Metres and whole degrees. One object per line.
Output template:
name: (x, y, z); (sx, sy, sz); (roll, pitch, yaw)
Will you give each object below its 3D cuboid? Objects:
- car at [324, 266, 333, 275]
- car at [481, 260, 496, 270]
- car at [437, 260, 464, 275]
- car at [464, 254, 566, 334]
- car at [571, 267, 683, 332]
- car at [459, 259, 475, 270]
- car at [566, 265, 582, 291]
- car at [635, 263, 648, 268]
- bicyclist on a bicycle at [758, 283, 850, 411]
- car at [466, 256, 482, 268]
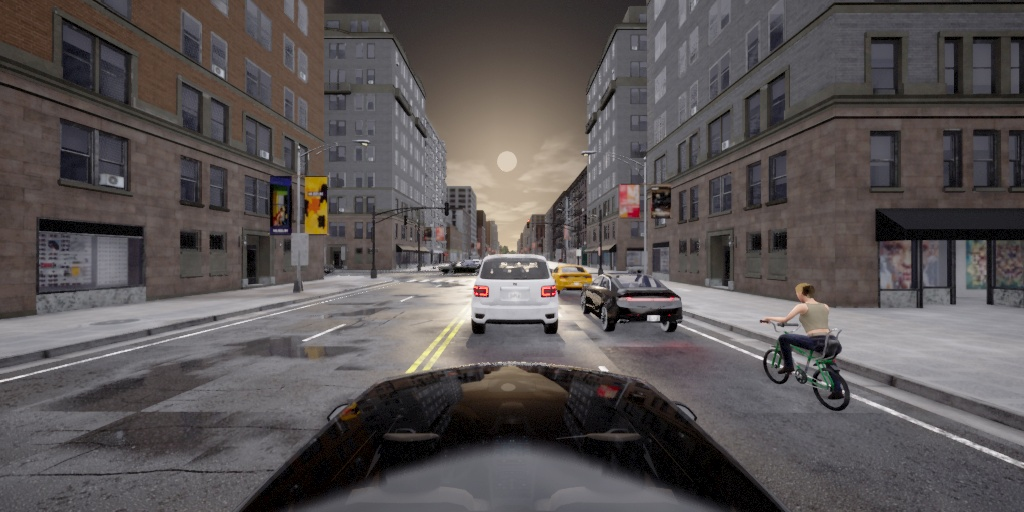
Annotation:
car: (-20.474, 1.242, 35.820); (4.892, 1.490, 1.837); (0, 0, 0)
car: (-3.444, 1.335, 53.082); (1.994, 1.385, 4.181); (0, 0, 0)
car: (-5.405, 1.365, 38.179); (4.718, 1.301, 1.895); (0, 0, -28)
car: (0.079, 0.973, 10.750); (2.150, 2.045, 5.566); (0, 0, 0)
car: (3.323, 1.243, 10.821); (2.128, 1.511, 4.902); (0, 0, 0)
car: (-6.702, 1.249, 54.092); (1.882, 1.535, 5.008); (0, 0, 0)
car: (3.211, 1.233, 20.311); (1.882, 1.535, 5.008); (0, 0, 0)
car: (14.974, 1.413, 38.708); (4.718, 1.301, 1.895); (0, 0, 1)
bicyclist on a bicycle: (4.128, 1.187, 5.133); (0.866, 1.612, 1.509); (0, 0, 0)
car: (-6.690, 0.996, 64.036); (2.150, 2.045, 5.566); (0, 0, 0)
